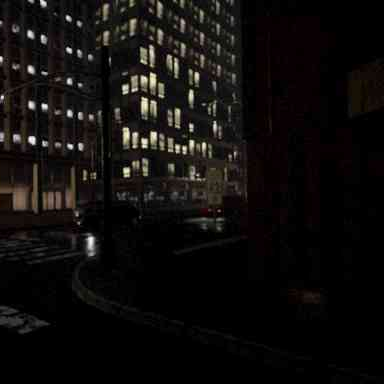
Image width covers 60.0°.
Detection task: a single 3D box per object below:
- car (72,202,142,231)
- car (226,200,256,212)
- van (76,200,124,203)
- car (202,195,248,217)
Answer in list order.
[{"bbox_3d":[-5.262,1.586,21.362,1.837,1.490,4.892,-1,-1,33],"label":"car"},{"bbox_3d":[6.211,1.705,41.813,1.752,1.417,4.829,-2,-1,36],"label":"car"},{"bbox_3d":[-6.610,1.477,23.894,1.690,1.788,3.998,-2,-1,36],"label":"van"},{"bbox_3d":[3.204,1.332,33.164,2.150,2.045,5.566,-1,-1,36],"label":"car"}]
